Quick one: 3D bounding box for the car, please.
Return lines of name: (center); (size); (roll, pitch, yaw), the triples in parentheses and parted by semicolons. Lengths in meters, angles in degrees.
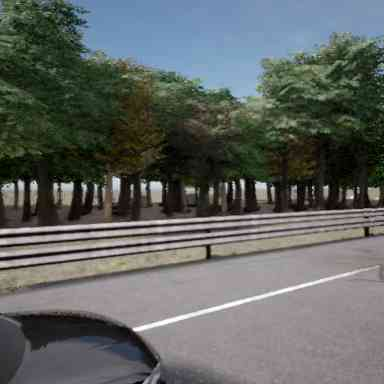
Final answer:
car: (-2.426, 1.478, 1.927); (4.902, 1.511, 2.128); (0, 0, -36)
